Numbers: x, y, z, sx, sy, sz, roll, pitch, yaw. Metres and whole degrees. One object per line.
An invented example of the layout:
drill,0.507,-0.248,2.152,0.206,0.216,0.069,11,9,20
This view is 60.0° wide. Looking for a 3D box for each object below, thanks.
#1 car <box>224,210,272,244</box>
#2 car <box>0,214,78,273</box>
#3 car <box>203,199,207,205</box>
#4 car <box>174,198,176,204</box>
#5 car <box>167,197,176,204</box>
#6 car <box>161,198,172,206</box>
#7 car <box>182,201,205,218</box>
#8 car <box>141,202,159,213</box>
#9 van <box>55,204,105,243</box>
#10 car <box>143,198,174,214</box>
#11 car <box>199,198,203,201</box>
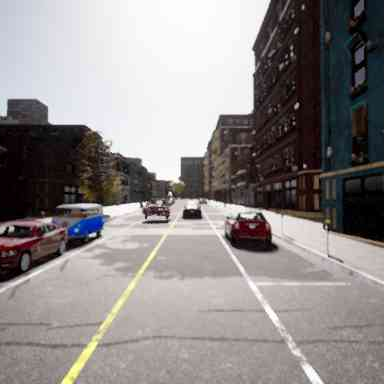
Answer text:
car,2.719,1.604,16.886,1.967,1.590,4.097,1,-1,0
car,-5.668,1.652,11.144,1.887,1.381,4.507,1,-1,0
car,2.768,2.300,79.606,1.752,1.417,4.829,1,-1,0
car,-5.608,2.394,85.068,1.947,1.339,4.313,1,-1,0
car,-5.601,2.324,90.755,1.967,1.590,4.097,1,-1,0
car,-5.615,2.156,73.695,1.967,1.590,4.097,1,-1,0
car,0.032,1.896,34.300,1.994,1.385,4.181,0,0,0
car,-5.640,2.020,45.263,1.802,1.307,4.206,1,-1,0
van,-5.658,1.504,16.833,1.690,1.788,3.998,1,-1,0
car,-2.976,1.359,29.556,2.097,1.767,4.553,0,-1,0
car,0.067,1.944,46.530,2.128,1.511,4.902,0,0,1
